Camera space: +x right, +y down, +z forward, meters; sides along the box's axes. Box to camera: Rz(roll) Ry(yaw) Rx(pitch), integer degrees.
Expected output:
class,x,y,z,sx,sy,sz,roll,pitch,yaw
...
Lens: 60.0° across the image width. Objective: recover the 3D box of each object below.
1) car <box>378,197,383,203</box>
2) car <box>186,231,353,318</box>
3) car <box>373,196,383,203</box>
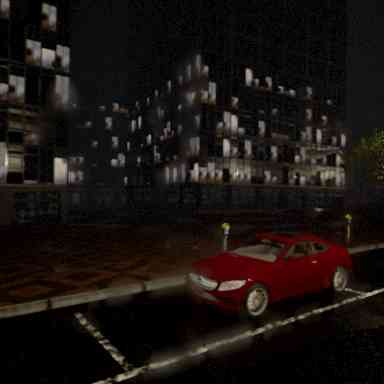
class,x,y,z,sx,sy,sz,roll,pitch,yaw
car,46.209,1.874,77.922,2.008,1.369,4.403,1,-1,-18
car,1.862,1.572,7.319,4.206,1.307,1.802,0,1,-34
car,40.421,1.590,70.174,1.967,1.590,4.097,1,-1,-18
